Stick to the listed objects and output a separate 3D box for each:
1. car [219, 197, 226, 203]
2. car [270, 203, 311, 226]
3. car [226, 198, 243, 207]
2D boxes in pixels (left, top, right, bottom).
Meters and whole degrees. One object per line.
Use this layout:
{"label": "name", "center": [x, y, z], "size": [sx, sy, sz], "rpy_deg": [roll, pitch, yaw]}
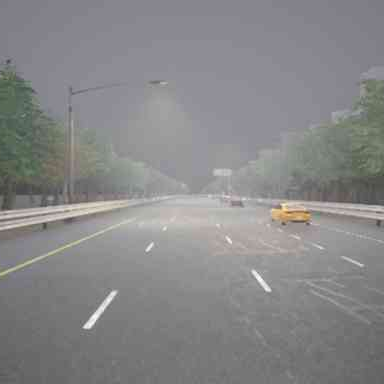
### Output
{"label": "car", "center": [7.337, 1.857, 77.355], "size": [2.033, 1.411, 5.357], "rpy_deg": [0, 0, 0]}
{"label": "car", "center": [7.036, 1.551, 24.276], "size": [1.882, 1.535, 5.008], "rpy_deg": [0, 0, 0]}
{"label": "car", "center": [7.170, 1.685, 54.462], "size": [1.882, 1.535, 5.008], "rpy_deg": [0, 0, 0]}
